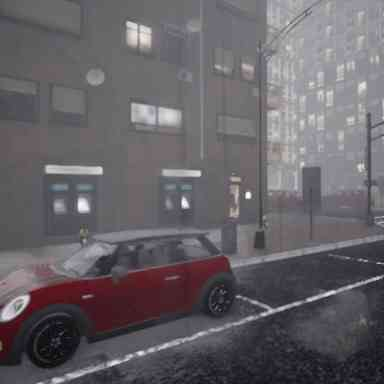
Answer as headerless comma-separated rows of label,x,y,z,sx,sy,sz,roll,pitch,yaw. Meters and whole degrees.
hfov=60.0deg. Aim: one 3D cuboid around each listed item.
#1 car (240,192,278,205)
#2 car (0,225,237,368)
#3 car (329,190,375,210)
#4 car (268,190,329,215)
car,8.107,0.758,40.442,1.947,1.339,4.313,1,1,-36
car,-1.242,1.417,5.652,4.097,1.590,1.967,-1,1,-35
car,14.566,0.716,31.416,2.192,1.841,5.009,1,1,-36
car,7.786,0.783,26.493,2.192,1.841,5.009,1,1,-36
